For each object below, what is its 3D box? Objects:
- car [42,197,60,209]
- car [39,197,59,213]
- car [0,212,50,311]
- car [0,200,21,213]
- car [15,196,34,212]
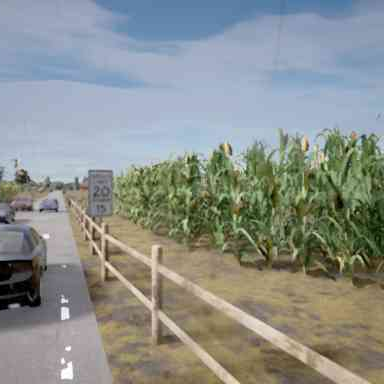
[{"bbox_3d":[-19.380,1.433,45.770,2.128,1.511,4.902,0,0,-21],"label":"car"},{"bbox_3d":[-15.726,1.498,36.605,2.033,1.411,5.357,0,0,-21],"label":"car"},{"bbox_3d":[-4.382,1.466,7.563,1.882,1.535,5.008,0,0,-21],"label":"car"},{"bbox_3d":[-13.686,1.522,23.477,2.033,1.411,5.357,0,0,-22],"label":"car"},{"bbox_3d":[-19.040,1.309,37.322,2.097,1.767,4.553,0,0,-21],"label":"car"}]
